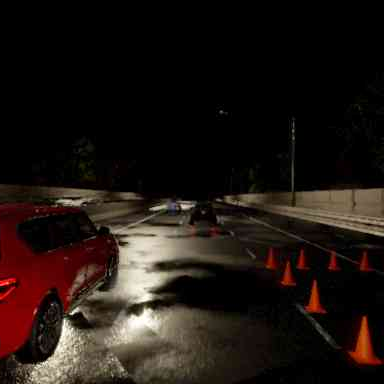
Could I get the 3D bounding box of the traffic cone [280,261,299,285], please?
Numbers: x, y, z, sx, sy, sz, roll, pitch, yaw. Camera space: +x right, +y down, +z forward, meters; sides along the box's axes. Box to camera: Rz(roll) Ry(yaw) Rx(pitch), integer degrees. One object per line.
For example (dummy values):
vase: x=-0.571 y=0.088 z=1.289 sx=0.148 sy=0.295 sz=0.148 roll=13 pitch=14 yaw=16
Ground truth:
traffic cone: x=2.519 y=2.103 z=8.724 sx=0.340 sy=0.580 sz=0.340 roll=1 pitch=-1 yaw=1

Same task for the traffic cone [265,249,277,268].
traffic cone: x=2.554 y=2.127 z=10.723 sx=0.340 sy=0.580 sz=0.340 roll=1 pitch=-1 yaw=1

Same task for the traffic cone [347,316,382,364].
traffic cone: x=2.451 y=2.056 z=4.725 sx=0.340 sy=0.580 sz=0.340 roll=1 pitch=-1 yaw=1

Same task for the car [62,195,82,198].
car: x=-16.424 y=1.459 z=44.948 sx=2.150 sy=2.045 sz=5.566 roll=1 pitch=-1 yaw=1

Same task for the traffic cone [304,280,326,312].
traffic cone: x=2.485 y=2.079 z=6.724 sx=0.340 sy=0.580 sz=0.340 roll=1 pitch=-1 yaw=1

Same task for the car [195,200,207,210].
car: x=1.424 y=2.184 z=55.720 sx=1.882 sy=1.535 sz=5.008 roll=1 pitch=-1 yaw=1

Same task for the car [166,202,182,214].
car: x=-2.304 y=2.017 z=42.647 sx=2.033 sy=1.411 sz=5.357 roll=1 pitch=-1 yaw=1

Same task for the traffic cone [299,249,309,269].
traffic cone: x=3.553 y=2.145 z=10.706 sx=0.340 sy=0.580 sz=0.340 roll=1 pitch=-1 yaw=1

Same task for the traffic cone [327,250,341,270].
traffic cone: x=4.553 y=2.164 z=10.688 sx=0.340 sy=0.580 sz=0.340 roll=1 pitch=-1 yaw=1

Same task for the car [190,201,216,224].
car: x=0.958 y=1.704 z=28.467 sx=2.097 sy=1.767 sz=4.553 roll=1 pitch=-1 yaw=1

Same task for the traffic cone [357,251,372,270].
traffic cone: x=5.553 y=2.182 z=10.671 sx=0.340 sy=0.580 sz=0.340 roll=1 pitch=-1 yaw=1

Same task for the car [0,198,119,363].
car: x=-2.926 y=1.238 z=6.050 sx=2.150 sy=2.045 sz=5.566 roll=1 pitch=0 yaw=1

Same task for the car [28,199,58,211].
car: x=-19.937 y=1.731 z=44.681 sx=1.994 sy=1.385 sz=4.181 roll=1 pitch=-1 yaw=1
